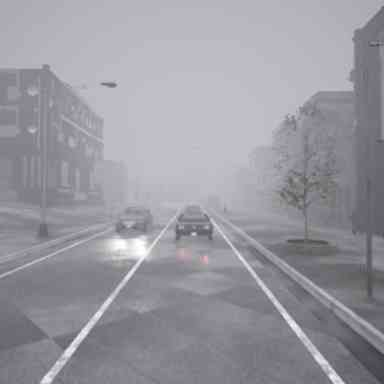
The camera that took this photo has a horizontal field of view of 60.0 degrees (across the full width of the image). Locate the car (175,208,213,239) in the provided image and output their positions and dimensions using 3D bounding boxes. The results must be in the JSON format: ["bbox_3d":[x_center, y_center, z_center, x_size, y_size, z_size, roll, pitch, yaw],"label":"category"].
[{"bbox_3d":[0.096,1.755,18.224,1.895,1.301,4.718,0,-1,0],"label":"car"}]

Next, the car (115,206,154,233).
[{"bbox_3d":[-3.505,1.669,20.955,2.128,1.511,4.902,0,-1,0],"label":"car"}]

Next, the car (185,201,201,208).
[{"bbox_3d":[0.091,1.876,40.410,1.812,1.442,4.674,0,0,0],"label":"car"}]
